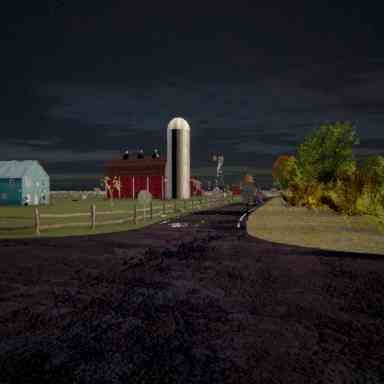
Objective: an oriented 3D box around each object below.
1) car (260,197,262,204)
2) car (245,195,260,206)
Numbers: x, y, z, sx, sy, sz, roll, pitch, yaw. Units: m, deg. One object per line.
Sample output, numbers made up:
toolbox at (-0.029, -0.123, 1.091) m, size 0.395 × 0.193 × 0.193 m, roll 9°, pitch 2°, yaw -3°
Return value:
car at (12.690, 1.358, 65.977) m, size 2.097 × 1.767 × 4.553 m, roll 0°, pitch 0°, yaw 15°
car at (9.965, 1.498, 55.947) m, size 1.837 × 1.490 × 4.892 m, roll 0°, pitch 0°, yaw 15°
